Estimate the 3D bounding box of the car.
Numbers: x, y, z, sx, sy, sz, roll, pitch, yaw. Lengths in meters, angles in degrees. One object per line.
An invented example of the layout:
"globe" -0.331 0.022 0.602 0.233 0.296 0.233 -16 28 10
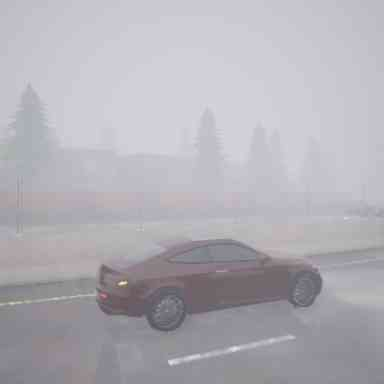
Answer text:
"car" 0.425 1.566 6.716 4.674 1.442 1.812 0 0 -24
